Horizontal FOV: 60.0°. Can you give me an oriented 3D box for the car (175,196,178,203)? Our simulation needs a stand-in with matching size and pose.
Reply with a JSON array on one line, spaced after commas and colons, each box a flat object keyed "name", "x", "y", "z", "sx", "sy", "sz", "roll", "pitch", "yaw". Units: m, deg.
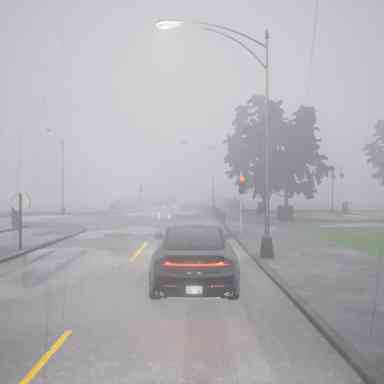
[{"name": "car", "x": -4.087, "y": 1.600, "z": 60.199, "sx": 1.895, "sy": 1.301, "sz": 4.718, "roll": 0, "pitch": 0, "yaw": 0}]

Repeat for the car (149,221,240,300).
[{"name": "car", "x": 0.058, "y": 1.505, "z": 8.372, "sx": 1.837, "sy": 1.490, "sz": 4.892, "roll": 0, "pitch": 0, "yaw": 0}]

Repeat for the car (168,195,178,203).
[{"name": "car", "x": -4.020, "y": 1.499, "z": 70.413, "sx": 1.837, "sy": 1.490, "sz": 4.892, "roll": 0, "pitch": 0, "yaw": 0}]

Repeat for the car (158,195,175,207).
[{"name": "car", "x": -4.109, "y": 1.504, "z": 50.805, "sx": 1.837, "sy": 1.490, "sz": 4.892, "roll": 0, "pitch": 0, "yaw": 0}]
